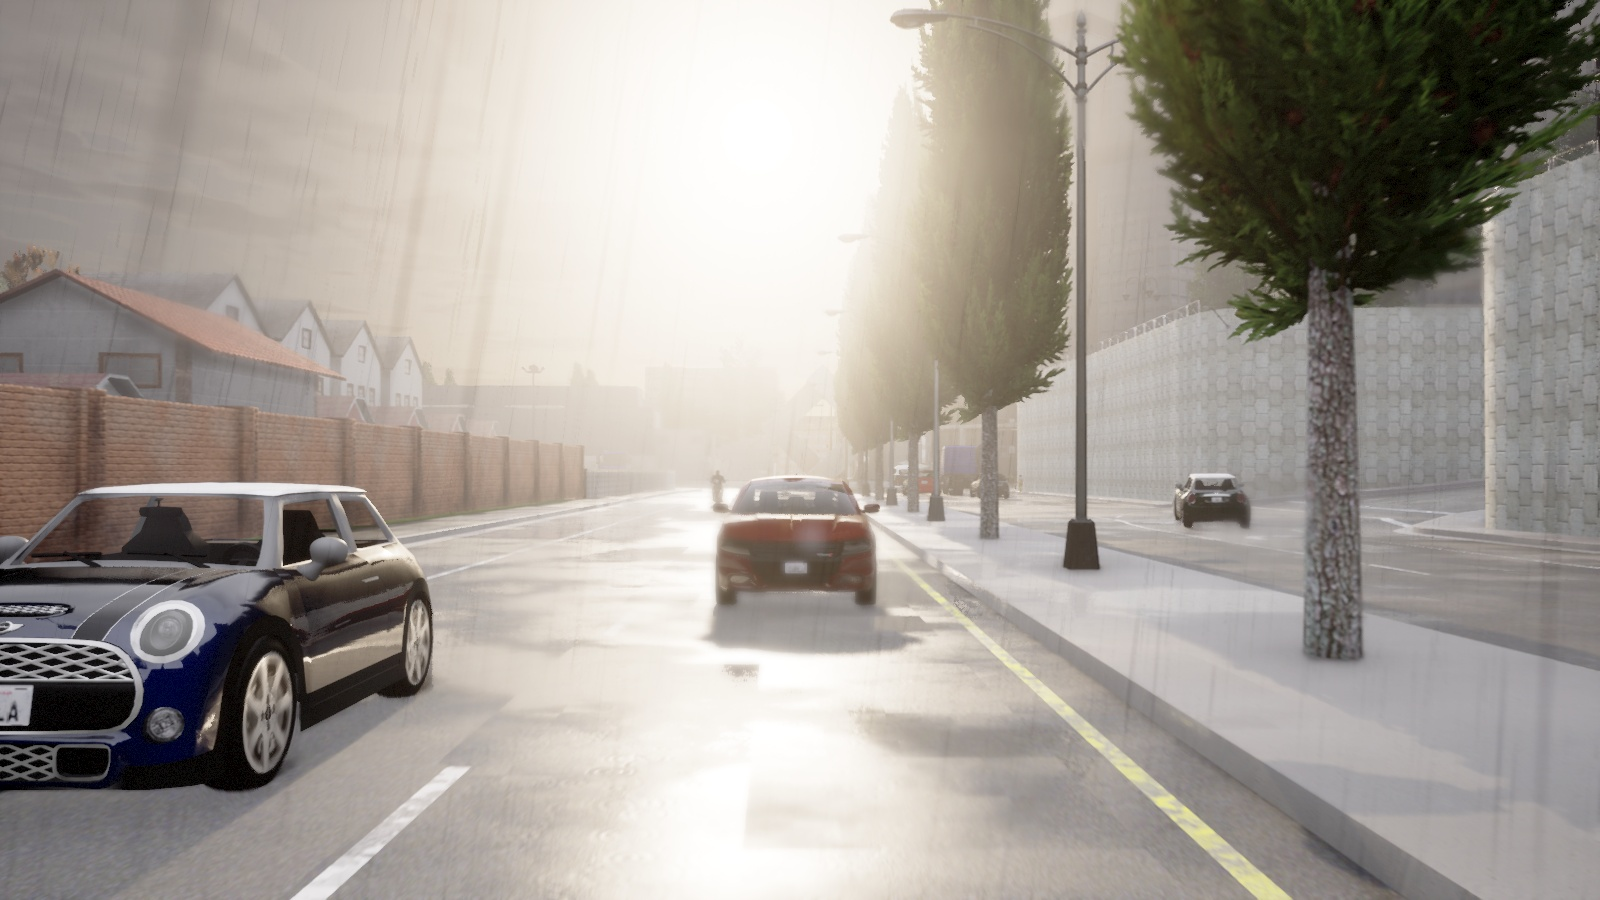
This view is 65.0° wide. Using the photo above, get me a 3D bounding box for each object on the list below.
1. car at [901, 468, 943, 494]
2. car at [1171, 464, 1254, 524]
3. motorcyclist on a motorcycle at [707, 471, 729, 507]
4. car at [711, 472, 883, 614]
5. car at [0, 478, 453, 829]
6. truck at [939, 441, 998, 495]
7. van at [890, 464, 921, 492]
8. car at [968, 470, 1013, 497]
[{"bbox_3d":[7.803,1.982,80.894,2.242,1.667,4.611,0,-1,0],"label":"car"},{"bbox_3d":[12.149,1.275,37.163,1.970,1.475,3.806,-1,2,13],"label":"car"},{"bbox_3d":[-3.636,1.718,55.884,0.866,1.590,1.817,0,-1,0],"label":"motorcyclist on a motorcycle"},{"bbox_3d":[-0.040,1.065,16.264,1.882,1.535,5.008,0,-1,0],"label":"car"},{"bbox_3d":[-3.518,0.916,7.283,1.970,1.475,3.806,0,-1,0],"label":"car"},{"bbox_3d":[11.291,1.209,84.932,2.891,3.462,7.936,0,-1,0],"label":"truck"},{"bbox_3d":[7.884,2.087,94.179,2.069,2.038,4.480,0,-1,2],"label":"van"},{"bbox_3d":[11.319,1.970,74.917,2.007,1.525,4.514,0,-1,0],"label":"car"}]
